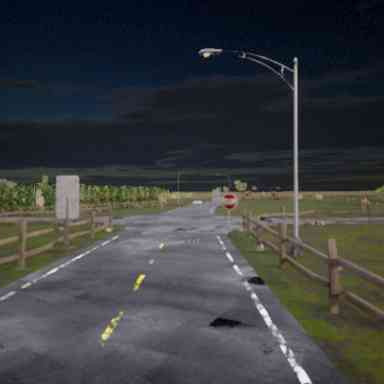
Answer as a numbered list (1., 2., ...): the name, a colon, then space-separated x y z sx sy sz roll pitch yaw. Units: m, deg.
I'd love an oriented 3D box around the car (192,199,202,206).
1. car: 1.089 2.277 72.559 1.895 1.301 4.718 0 0 7
